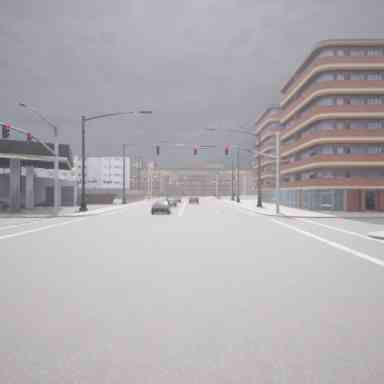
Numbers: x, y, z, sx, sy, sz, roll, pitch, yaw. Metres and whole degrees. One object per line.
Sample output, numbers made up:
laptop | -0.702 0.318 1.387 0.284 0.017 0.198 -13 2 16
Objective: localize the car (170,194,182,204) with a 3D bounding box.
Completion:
car | -3.195 1.352 66.361 2.097 1.767 4.553 0 0 0

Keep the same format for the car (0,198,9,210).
car | -23.943 1.456 39.446 3.806 1.475 1.970 0 0 1

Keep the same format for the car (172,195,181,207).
car | -3.160 1.492 49.385 2.128 1.511 4.902 0 0 0

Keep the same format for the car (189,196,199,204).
car | 0.346 1.491 63.754 2.128 1.511 4.902 0 0 0

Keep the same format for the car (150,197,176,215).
car | -3.066 1.547 33.916 2.033 1.411 5.357 0 0 0
